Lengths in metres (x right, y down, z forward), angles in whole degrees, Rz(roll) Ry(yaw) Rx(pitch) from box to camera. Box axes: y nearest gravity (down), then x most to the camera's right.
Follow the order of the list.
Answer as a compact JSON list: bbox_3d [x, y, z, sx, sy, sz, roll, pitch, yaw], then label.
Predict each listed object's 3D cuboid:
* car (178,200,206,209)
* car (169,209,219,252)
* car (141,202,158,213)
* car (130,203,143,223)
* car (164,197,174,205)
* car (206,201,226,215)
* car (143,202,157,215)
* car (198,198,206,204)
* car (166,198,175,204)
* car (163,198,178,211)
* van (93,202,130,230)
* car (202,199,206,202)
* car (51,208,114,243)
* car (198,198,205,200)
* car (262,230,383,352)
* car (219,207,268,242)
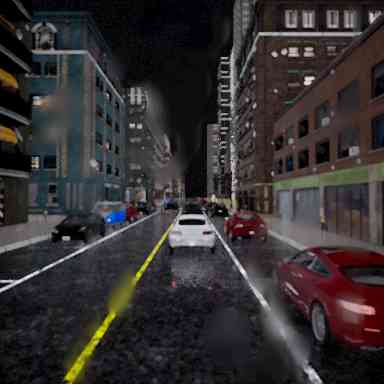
[{"bbox_3d":[0.007,1.787,29.308,1.837,1.490,4.892,0,0,0],"label":"car"},{"bbox_3d":[0.007,1.662,14.373,1.812,1.442,4.674,0,0,0],"label":"car"},{"bbox_3d":[-5.679,2.011,44.820,1.802,1.307,4.206,0,-1,0],"label":"car"},{"bbox_3d":[-5.680,1.813,28.251,1.887,1.381,4.507,0,-1,0],"label":"car"},{"bbox_3d":[-5.675,2.127,82.743,2.192,1.841,5.009,0,-1,0],"label":"car"},{"bbox_3d":[2.701,1.887,33.761,1.947,1.339,4.313,0,-1,0],"label":"car"},{"bbox_3d":[-5.680,1.941,39.297,1.947,1.339,4.313,0,-1,0],"label":"car"},{"bbox_3d":[2.706,2.309,88.268,1.967,1.590,4.097,0,-1,0],"label":"car"},{"bbox_3d":[-5.676,2.413,88.269,1.887,1.381,4.507,0,-1,0],"label":"car"},{"bbox_3d":[-3.001,2.039,49.397,1.994,1.385,4.181,0,-1,0],"label":"car"},{"bbox_3d":[-5.679,1.556,22.730,1.690,1.788,3.998,0,-1,0],"label":"van"},{"bbox_3d":[2.702,1.995,44.808,1.947,1.339,4.313,0,-1,0],"label":"car"},{"bbox_3d":[-5.681,1.729,17.204,1.947,1.339,4.313,0,-1,0],"label":"car"},{"bbox_3d":[2.704,2.337,77.211,1.802,1.307,4.206,0,-1,0],"label":"car"},{"bbox_3d":[2.699,1.641,6.145,1.802,1.307,4.206,0,-1,0],"label":"car"},{"bbox_3d":[2.700,1.708,17.191,1.887,1.381,4.507,0,-1,0],"label":"car"}]
